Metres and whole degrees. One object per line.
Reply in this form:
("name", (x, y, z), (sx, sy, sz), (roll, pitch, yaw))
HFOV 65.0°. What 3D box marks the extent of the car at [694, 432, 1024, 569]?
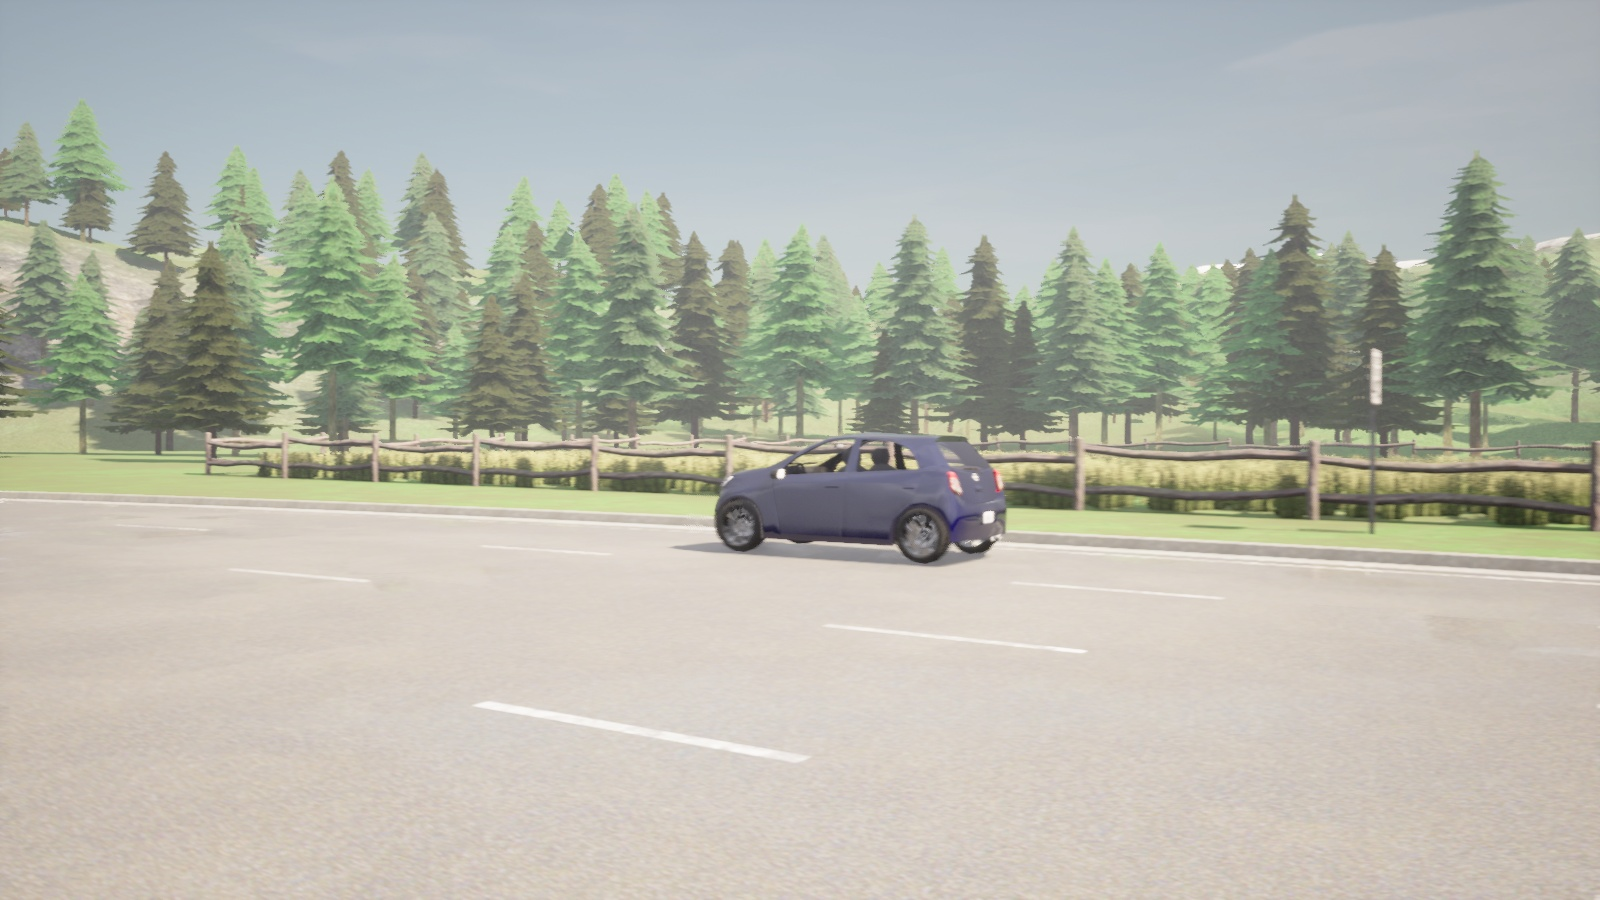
("car", (0.713, 0.552, 15.558), (3.633, 1.501, 1.845), (0, 1, 31))
